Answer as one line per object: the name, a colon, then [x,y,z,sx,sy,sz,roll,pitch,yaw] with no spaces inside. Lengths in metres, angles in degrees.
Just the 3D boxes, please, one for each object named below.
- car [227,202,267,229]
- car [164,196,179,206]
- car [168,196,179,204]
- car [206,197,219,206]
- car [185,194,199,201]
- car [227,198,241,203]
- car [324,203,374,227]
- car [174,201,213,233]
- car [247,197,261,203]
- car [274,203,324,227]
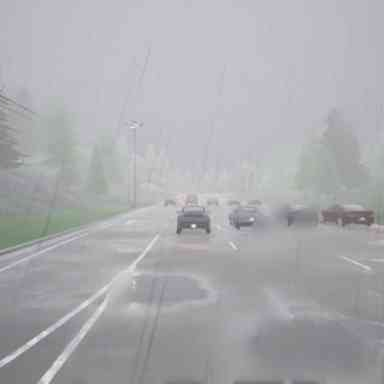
car: [3.585,1.601,21.916,1.994,1.385,4.181,0,0,0]
car: [-3.537,1.596,55.322,1.837,1.490,4.892,0,0,0]
car: [-3.544,1.561,65.824,1.882,1.535,5.008,0,0,0]
car: [3.463,1.585,55.327,2.128,1.511,4.902,0,0,0]
car: [-0.038,1.315,56.188,2.150,2.045,5.566,0,0,0]
car: [6.962,1.695,55.776,1.895,1.301,4.718,0,0,0]
car: [10.584,1.519,23.118,1.882,1.535,5.008,0,0,0]
car: [0.086,1.538,20.031,1.837,1.490,4.892,0,0,0]
car: [10.462,1.600,56.165,1.837,1.490,4.892,0,0,0]
car: [7.083,1.518,23.113,1.882,1.535,5.008,0,0,0]
